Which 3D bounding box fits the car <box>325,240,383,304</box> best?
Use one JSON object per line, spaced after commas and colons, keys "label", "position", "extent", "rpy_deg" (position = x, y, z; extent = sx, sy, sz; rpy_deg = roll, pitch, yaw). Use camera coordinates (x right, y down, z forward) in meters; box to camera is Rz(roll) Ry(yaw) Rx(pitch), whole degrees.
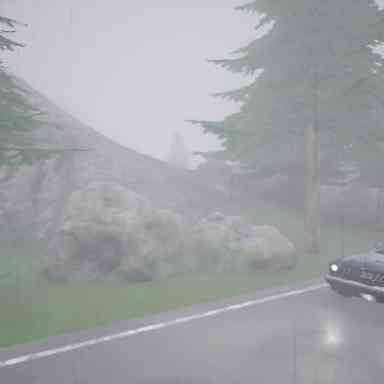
{"label": "car", "position": [5.077, 1.641, 7.353], "extent": [4.718, 1.301, 1.895], "rpy_deg": [0, 0, -34]}
